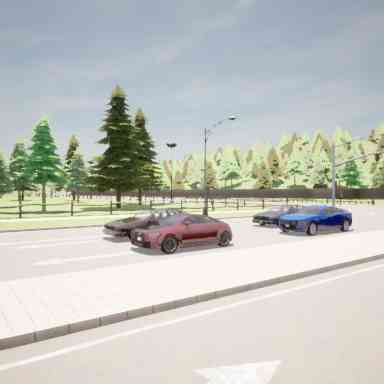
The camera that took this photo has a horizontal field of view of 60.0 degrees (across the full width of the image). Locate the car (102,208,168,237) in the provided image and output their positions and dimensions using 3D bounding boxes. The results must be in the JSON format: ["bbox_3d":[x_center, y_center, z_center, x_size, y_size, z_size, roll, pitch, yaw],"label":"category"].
[{"bbox_3d":[-1.705,1.547,16.869,5.357,1.411,2.033,0,0,-35],"label":"car"}]

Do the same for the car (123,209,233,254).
[{"bbox_3d":[-0.345,1.564,13.546,4.181,1.385,1.994,0,0,-36],"label":"car"}]

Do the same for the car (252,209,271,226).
[{"bbox_3d":[6.531,1.547,22.643,5.357,1.411,2.033,0,0,-35],"label":"car"}]

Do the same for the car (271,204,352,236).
[{"bbox_3d":[6.990,1.478,18.700,5.008,1.535,1.882,0,0,-35],"label":"car"}]
